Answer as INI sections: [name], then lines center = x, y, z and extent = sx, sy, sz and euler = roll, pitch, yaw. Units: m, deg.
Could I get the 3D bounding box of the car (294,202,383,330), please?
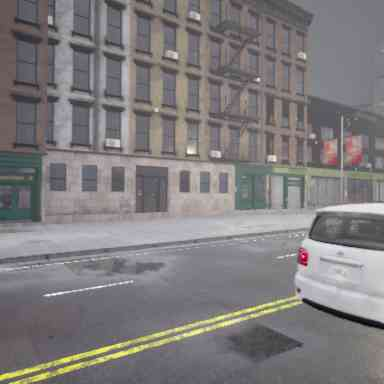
[car]
center = 4.348, 1.215, 6.283
extent = 5.566, 2.045, 2.150
euler = 0, 0, -34
